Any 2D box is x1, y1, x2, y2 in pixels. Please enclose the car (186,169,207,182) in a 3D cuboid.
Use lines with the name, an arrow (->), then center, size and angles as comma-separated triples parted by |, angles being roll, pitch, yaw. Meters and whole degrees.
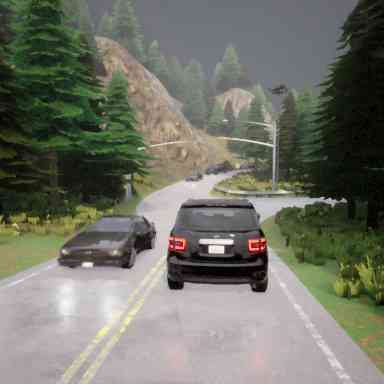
car -> 0.424, -2.530, 55.251 | 1.994, 1.385, 4.181 | 2, 10, 19

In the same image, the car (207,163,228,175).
car -> 4.813, -4.432, 64.309 | 2.150, 2.045, 5.566 | 4, 10, 38

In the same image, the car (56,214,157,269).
car -> -2.465, 1.477, 11.230 | 2.033, 1.411, 5.357 | 0, 0, 5

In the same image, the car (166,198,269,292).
car -> 0.705, 1.172, 8.993 | 2.150, 2.045, 5.566 | 0, 0, 5

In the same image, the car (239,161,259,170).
car -> 12.145, -5.696, 71.401 | 4.553, 1.767, 2.097 | -9, 9, -33
